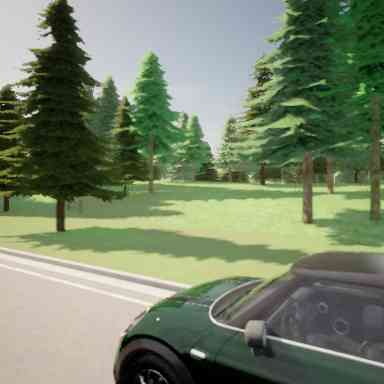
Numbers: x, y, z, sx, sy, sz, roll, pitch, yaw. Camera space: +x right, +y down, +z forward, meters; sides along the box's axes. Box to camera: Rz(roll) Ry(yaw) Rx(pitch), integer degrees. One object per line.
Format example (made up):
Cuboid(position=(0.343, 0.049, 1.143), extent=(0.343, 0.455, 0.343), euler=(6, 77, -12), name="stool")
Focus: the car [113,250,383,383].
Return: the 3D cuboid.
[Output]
Cuboid(position=(1.392, 1.352, 2.999), extent=(4.553, 1.767, 2.097), euler=(0, 0, 35), name="car")
